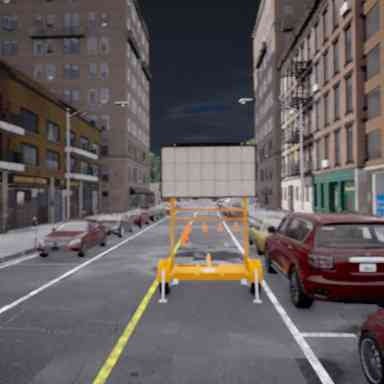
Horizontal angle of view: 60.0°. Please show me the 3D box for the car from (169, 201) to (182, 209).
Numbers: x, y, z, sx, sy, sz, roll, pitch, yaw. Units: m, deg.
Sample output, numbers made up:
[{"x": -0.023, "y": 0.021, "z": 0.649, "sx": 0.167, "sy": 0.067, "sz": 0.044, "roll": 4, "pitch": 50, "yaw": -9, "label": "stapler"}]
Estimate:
[{"x": -2.881, "y": 2.289, "z": 57.910, "sx": 1.802, "sy": 1.307, "sz": 4.206, "roll": -1, "pitch": -1, "yaw": 2, "label": "car"}]

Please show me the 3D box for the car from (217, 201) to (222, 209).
[{"x": 4.448, "y": 1.965, "z": 41.206, "sx": 1.752, "sy": 1.417, "sz": 4.829, "roll": -1, "pitch": -1, "yaw": 2, "label": "car"}]

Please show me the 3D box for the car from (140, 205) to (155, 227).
[{"x": -4.272, "y": 1.867, "z": 24.829, "sx": 1.887, "sy": 1.381, "sz": 4.507, "roll": -1, "pitch": -1, "yaw": 2, "label": "car"}]

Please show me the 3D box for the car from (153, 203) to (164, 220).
[{"x": -4.040, "y": 1.950, "z": 30.342, "sx": 1.947, "sy": 1.339, "sz": 4.313, "roll": -1, "pitch": -1, "yaw": 2, "label": "car"}]

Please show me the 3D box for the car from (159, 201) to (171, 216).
[{"x": -3.808, "y": 1.998, "z": 35.855, "sx": 2.008, "sy": 1.369, "sz": 4.403, "roll": -1, "pitch": -1, "yaw": 2, "label": "car"}]

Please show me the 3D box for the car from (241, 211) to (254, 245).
[{"x": 3.285, "y": 1.654, "z": 13.639, "sx": 1.752, "sy": 1.417, "sz": 4.829, "roll": -1, "pitch": -1, "yaw": 2, "label": "car"}]

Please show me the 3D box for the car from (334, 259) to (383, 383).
[{"x": 2.819, "y": 1.587, "z": 2.444, "sx": 1.802, "sy": 1.307, "sz": 4.206, "roll": -1, "pitch": -1, "yaw": 2, "label": "car"}]

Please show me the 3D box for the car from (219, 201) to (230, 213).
[{"x": 4.209, "y": 1.955, "z": 35.522, "sx": 1.802, "sy": 1.307, "sz": 4.206, "roll": -1, "pitch": -1, "yaw": 2, "label": "car"}]

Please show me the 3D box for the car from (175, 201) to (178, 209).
[{"x": -3.352, "y": 2.100, "z": 46.713, "sx": 1.752, "sy": 1.417, "sz": 4.829, "roll": -1, "pitch": -1, "yaw": 2, "label": "car"}]

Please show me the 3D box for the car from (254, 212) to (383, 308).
[{"x": 3.048, "y": 1.381, "z": 7.961, "sx": 2.192, "sy": 1.841, "sz": 5.009, "roll": -1, "pitch": -1, "yaw": 2, "label": "car"}]

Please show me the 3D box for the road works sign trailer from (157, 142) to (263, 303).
[{"x": 0.421, "y": 0.559, "z": 8.448, "sx": 2.380, "sy": 3.560, "sz": 2.880, "roll": -1, "pitch": -1, "yaw": 2, "label": "road works sign trailer"}]

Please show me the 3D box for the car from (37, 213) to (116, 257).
[{"x": -4.736, "y": 1.782, "z": 13.801, "sx": 1.802, "sy": 1.307, "sz": 4.206, "roll": -1, "pitch": -1, "yaw": 2, "label": "car"}]

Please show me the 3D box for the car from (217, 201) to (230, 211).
[{"x": 4.905, "y": 2.150, "z": 52.061, "sx": 1.802, "sy": 1.307, "sz": 4.206, "roll": -1, "pitch": -1, "yaw": 2, "label": "car"}]

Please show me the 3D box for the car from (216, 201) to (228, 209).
[{"x": 5.137, "y": 2.200, "z": 57.575, "sx": 1.947, "sy": 1.339, "sz": 4.313, "roll": -1, "pitch": -1, "yaw": 2, "label": "car"}]

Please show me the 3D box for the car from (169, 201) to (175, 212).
[{"x": -3.578, "y": 1.951, "z": 41.370, "sx": 1.967, "sy": 1.590, "sz": 4.097, "roll": -1, "pitch": -1, "yaw": 2, "label": "car"}]

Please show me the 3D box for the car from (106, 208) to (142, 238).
[{"x": -4.504, "y": 1.812, "z": 19.315, "sx": 2.008, "sy": 1.369, "sz": 4.403, "roll": -1, "pitch": -1, "yaw": 2, "label": "car"}]

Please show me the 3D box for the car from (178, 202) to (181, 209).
[{"x": -3.114, "y": 2.082, "z": 52.397, "sx": 1.967, "sy": 1.590, "sz": 4.097, "roll": -1, "pitch": -1, "yaw": 2, "label": "car"}]

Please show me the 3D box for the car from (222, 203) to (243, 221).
[{"x": 3.978, "y": 1.893, "z": 30.010, "sx": 1.802, "sy": 1.307, "sz": 4.206, "roll": -1, "pitch": -1, "yaw": 2, "label": "car"}]
